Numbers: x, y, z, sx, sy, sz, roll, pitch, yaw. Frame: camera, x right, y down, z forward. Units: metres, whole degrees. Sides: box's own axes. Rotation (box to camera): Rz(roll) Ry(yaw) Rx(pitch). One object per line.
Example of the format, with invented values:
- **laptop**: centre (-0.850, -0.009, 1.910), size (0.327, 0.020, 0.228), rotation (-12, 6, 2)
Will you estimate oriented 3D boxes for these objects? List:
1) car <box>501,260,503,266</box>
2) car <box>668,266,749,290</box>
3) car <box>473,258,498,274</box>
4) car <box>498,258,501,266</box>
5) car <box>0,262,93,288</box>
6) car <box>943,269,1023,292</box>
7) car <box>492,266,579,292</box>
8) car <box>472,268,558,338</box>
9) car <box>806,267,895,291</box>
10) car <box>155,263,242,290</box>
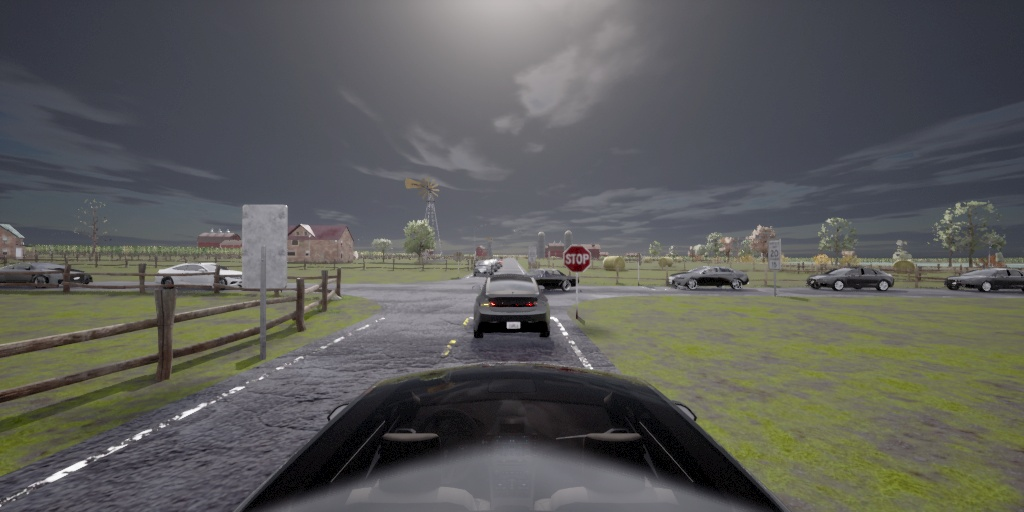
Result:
- **car**: centre (-2.817, 1.240, 55.879), size (2.128, 1.511, 4.902), rotation (0, 0, 0)
- **car**: centre (12.800, 1.397, 23.478), size (4.902, 1.511, 2.128), rotation (1, -1, -2)
- **car**: centre (-2.856, 1.243, 36.891), size (2.128, 1.511, 4.902), rotation (0, 0, 0)
- **car**: centre (-2.849, 1.241, 46.337), size (2.128, 1.511, 4.902), rotation (0, 0, 0)
- **car**: centre (-26.362, 1.048, 20.041), size (4.181, 1.385, 1.994), rotation (1, -1, -1)
- **car**: centre (31.704, 1.587, 23.768), size (4.892, 1.490, 1.837), rotation (1, -1, -1)
- **car**: centre (1.501, 1.369, 20.250), size (4.718, 1.301, 1.895), rotation (1, 0, -35)
- **car**: centre (-0.073, 1.256, 10.204), size (1.837, 1.490, 4.892), rotation (0, 0, -3)
- **car**: centre (22.201, 1.499, 23.648), size (4.892, 1.490, 1.837), rotation (1, -1, -1)
- **car**: centre (-17.242, 1.103, 20.162), size (4.674, 1.442, 1.812), rotation (1, -1, -1)
